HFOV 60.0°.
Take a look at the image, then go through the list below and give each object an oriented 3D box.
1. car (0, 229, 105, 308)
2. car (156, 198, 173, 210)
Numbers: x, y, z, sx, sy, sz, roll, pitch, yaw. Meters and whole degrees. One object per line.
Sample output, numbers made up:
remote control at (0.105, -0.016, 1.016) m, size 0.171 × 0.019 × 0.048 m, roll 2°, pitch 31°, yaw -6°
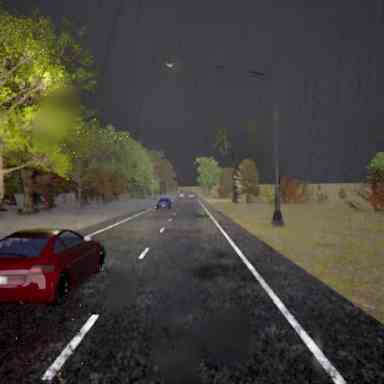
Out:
car at (-3.503, 1.561, 8.011) m, size 1.994 × 1.385 × 4.181 m, roll 0°, pitch 0°, yaw 0°
car at (-3.510, 1.490, 42.772) m, size 1.812 × 1.442 × 4.674 m, roll 0°, pitch 0°, yaw 0°
